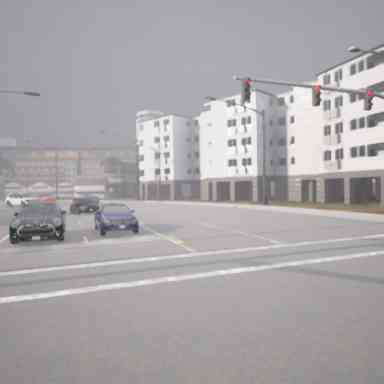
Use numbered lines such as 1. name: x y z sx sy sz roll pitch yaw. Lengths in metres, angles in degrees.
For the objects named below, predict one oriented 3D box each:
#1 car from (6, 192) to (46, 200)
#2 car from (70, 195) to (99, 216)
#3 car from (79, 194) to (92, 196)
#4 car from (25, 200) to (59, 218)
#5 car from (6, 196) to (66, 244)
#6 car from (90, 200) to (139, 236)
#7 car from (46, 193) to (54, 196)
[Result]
1. car: -21.943 1.089 43.299 5.566 2.045 2.150 0 1 34
2. car: -9.560 1.307 29.799 1.994 1.385 4.181 -2 1 -32
3. car: -14.995 1.076 46.705 4.902 1.511 2.128 0 1 38
4. car: -13.367 1.424 29.494 1.895 1.301 4.718 -2 1 -34
5. car: -7.072 1.272 15.615 2.097 1.767 4.553 -1 1 -19
6. car: -4.139 1.355 17.814 1.812 1.442 4.674 -1 1 -22
7. car: -23.546 1.012 52.342 4.553 1.767 2.097 -1 1 25
